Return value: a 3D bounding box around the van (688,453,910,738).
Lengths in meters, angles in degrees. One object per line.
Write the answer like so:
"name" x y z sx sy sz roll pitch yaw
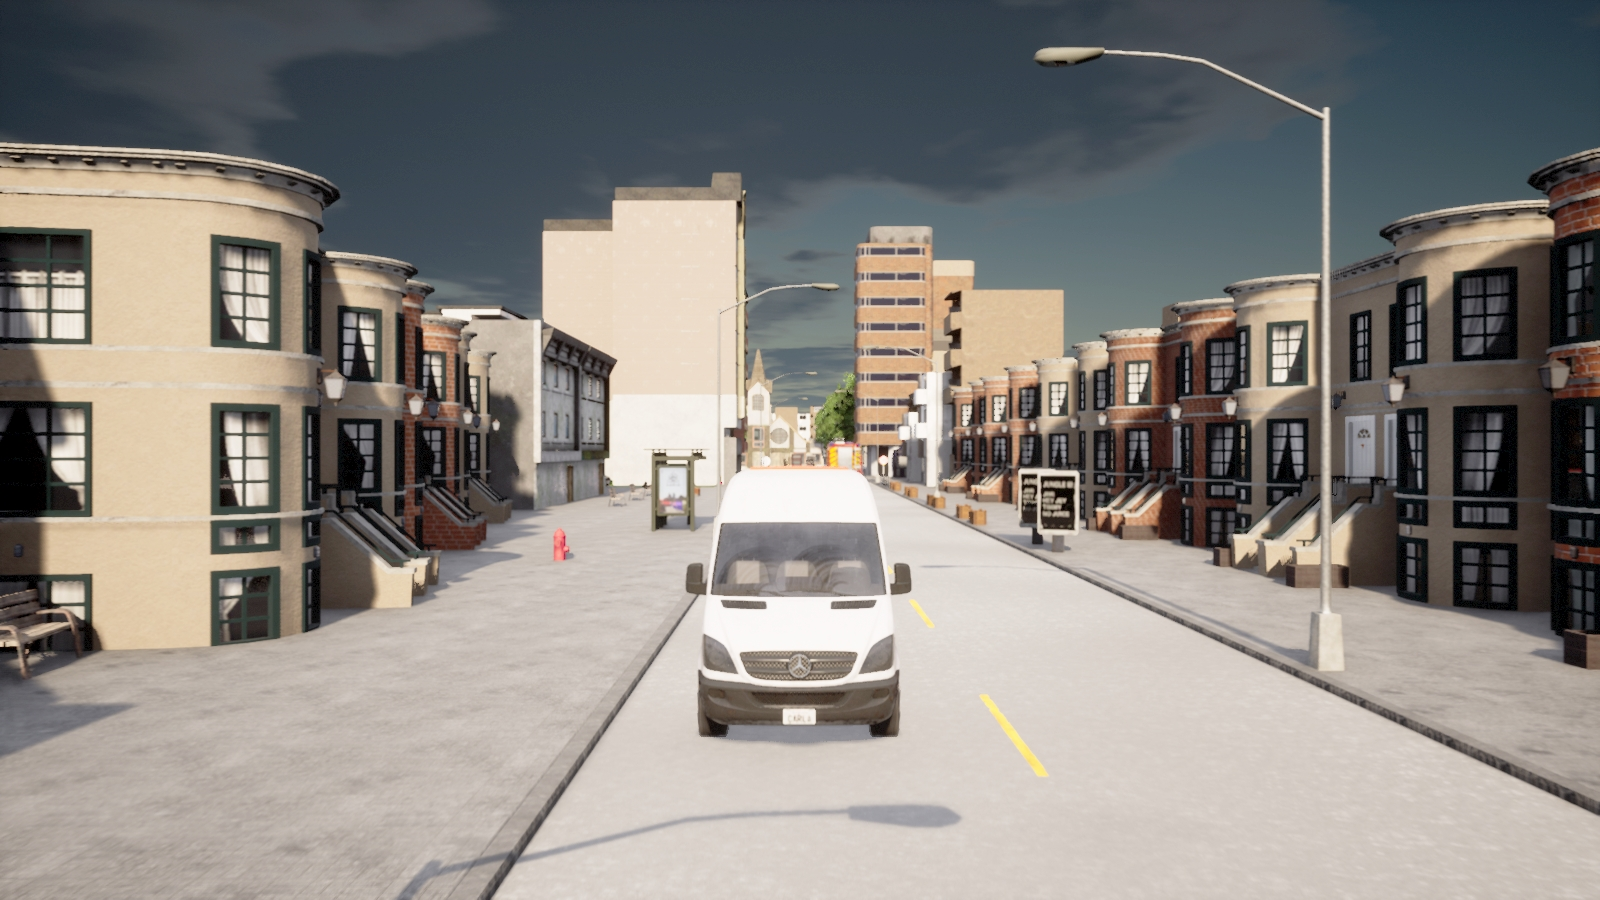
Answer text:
"van" -0.009 1.314 13.210 1.988 2.561 5.915 0 0 0
